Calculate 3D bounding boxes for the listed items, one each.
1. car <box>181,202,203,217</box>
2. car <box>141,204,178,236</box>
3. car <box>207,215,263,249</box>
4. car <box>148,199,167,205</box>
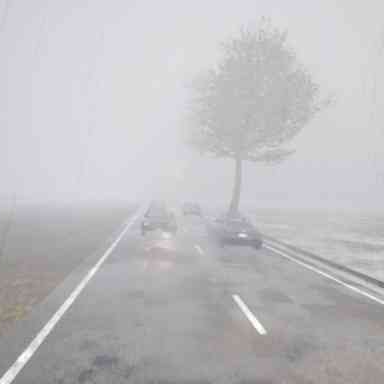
[{"bbox_3d":[-0.052,1.787,34.504,2.033,1.411,5.357,4,0,-6],"label":"car"},{"bbox_3d":[-1.884,1.641,18.936,1.895,1.301,4.718,4,0,-6],"label":"car"},{"bbox_3d":[1.949,1.821,16.144,1.994,1.385,4.181,4,0,-6],"label":"car"},{"bbox_3d":[-3.720,1.508,35.838,2.128,1.511,4.902,4,0,-6],"label":"car"}]
